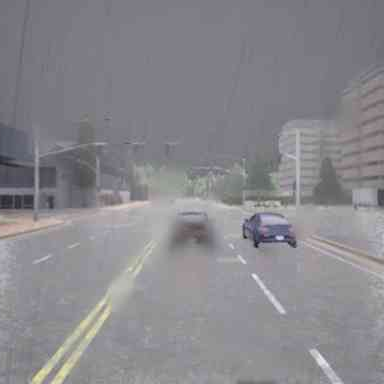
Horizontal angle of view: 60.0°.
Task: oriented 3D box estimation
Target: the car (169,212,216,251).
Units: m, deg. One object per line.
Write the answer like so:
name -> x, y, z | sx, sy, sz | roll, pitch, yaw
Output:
car -> 0.026, 1.659, 15.016 | 1.837, 1.490, 4.892 | 0, 0, 0

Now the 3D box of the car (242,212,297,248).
car -> 3.527, 1.684, 15.629 | 1.812, 1.442, 4.674 | 0, 0, 0

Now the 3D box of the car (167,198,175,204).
car -> -5.396, 2.365, 83.539 | 1.812, 1.442, 4.674 | 0, -1, -2
